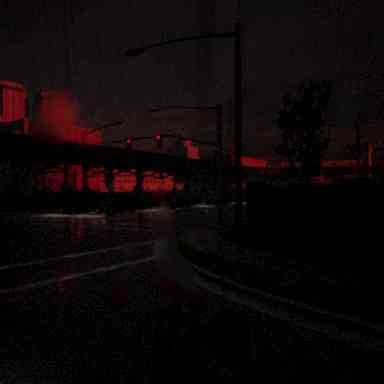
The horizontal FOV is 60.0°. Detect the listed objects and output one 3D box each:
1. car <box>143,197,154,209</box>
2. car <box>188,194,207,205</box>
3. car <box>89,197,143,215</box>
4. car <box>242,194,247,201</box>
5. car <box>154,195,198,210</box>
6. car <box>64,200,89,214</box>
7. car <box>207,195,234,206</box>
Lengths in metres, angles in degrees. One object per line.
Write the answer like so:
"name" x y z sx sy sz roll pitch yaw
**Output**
"car" -5.859 1.412 42.953 2.128 1.511 4.902 0 0 37
"car" -0.335 1.131 50.242 2.097 1.767 4.553 0 1 37
"car" -7.819 1.500 34.564 1.837 1.490 4.892 0 0 37
"car" 9.942 1.065 57.953 2.033 1.411 5.357 0 1 38
"car" -1.940 1.424 42.331 2.033 1.411 5.357 0 1 37
"car" -11.386 1.558 35.655 1.812 1.442 4.674 0 0 37
"car" 3.944 1.241 50.095 1.812 1.442 4.674 0 1 37
